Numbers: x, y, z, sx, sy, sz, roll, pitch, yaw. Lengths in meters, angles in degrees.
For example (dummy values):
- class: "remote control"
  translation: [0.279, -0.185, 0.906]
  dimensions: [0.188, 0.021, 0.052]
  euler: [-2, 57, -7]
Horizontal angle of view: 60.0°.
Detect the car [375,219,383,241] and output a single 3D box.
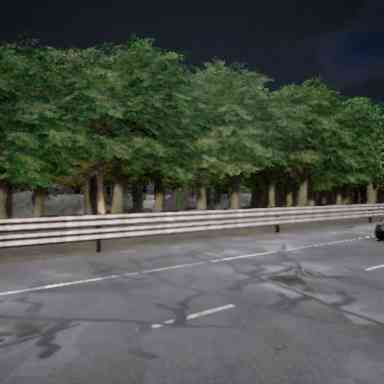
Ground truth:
- class: "car"
  translation: [10.320, 1.549, 15.403]
  dimensions: [4.181, 1.385, 1.994]
  euler: [0, 0, -36]
